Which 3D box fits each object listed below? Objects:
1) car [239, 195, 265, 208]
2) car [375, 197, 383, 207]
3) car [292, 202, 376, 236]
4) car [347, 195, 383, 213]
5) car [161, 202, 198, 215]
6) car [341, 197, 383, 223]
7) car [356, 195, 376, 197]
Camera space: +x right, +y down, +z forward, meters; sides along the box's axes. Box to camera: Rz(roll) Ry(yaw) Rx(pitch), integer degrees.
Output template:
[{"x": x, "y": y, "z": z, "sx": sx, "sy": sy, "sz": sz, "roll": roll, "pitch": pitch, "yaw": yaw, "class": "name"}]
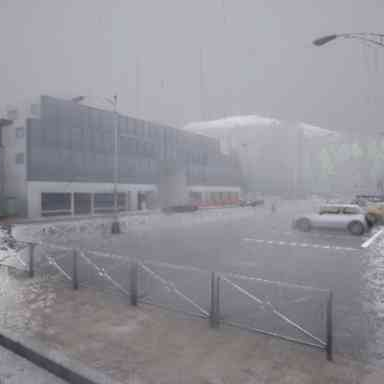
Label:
[{"x": 9.401, "y": 1.479, "z": 51.653, "sx": 2.150, "sy": 2.045, "sz": 5.566, "roll": 0, "pitch": 0, "yaw": 35, "class": "car"}, {"x": 30.441, "y": 1.563, "z": 51.267, "sx": 3.633, "sy": 1.501, "sz": 1.845, "roll": 0, "pitch": 0, "yaw": 35, "class": "car"}, {"x": 7.389, "y": 1.420, "z": 17.718, "sx": 3.806, "sy": 1.475, "sz": 1.970, "roll": 0, "pitch": 0, "yaw": 35, "class": "car"}, {"x": 19.581, "y": 1.285, "z": 36.186, "sx": 4.605, "sy": 1.855, "sz": 1.932, "roll": 0, "pitch": 0, "yaw": 35, "class": "car"}, {"x": -1.327, "y": 1.751, "z": 36.693, "sx": 1.895, "sy": 1.301, "sz": 4.718, "roll": 0, "pitch": 0, "yaw": 35, "class": "car"}, {"x": 10.837, "y": 1.341, "z": 23.140, "sx": 5.027, "sy": 1.636, "sz": 2.152, "roll": 0, "pitch": 0, "yaw": 35, "class": "car"}, {"x": 18.237, "y": 1.265, "z": 33.578, "sx": 3.866, "sy": 1.878, "sz": 1.905, "roll": 0, "pitch": 0, "yaw": 35, "class": "car"}]
